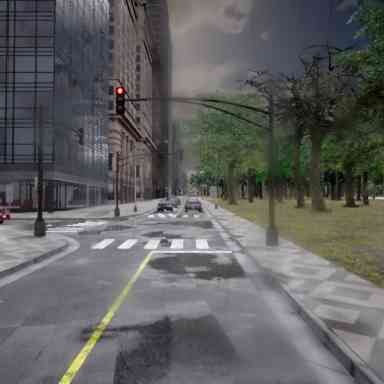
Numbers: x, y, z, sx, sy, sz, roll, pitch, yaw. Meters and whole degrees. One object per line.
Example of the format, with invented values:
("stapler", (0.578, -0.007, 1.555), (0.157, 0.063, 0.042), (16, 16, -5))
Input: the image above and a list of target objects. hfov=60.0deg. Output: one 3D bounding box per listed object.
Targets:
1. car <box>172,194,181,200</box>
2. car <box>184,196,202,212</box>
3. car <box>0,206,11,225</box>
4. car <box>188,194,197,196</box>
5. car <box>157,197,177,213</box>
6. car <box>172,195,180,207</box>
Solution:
("car", (-3.094, 1.667, 59.917), (1.837, 1.490, 4.892), (0, 0, 0))
("car", (0.110, 1.573, 40.061), (2.128, 1.511, 4.902), (0, 0, 0))
("car", (-14.821, 1.218, 21.495), (5.566, 2.045, 2.150), (0, -2, 0))
("car", (0.081, 1.411, 66.041), (2.150, 2.045, 5.566), (0, 0, -1))
("car", (-3.141, 1.627, 39.373), (2.033, 1.411, 5.357), (0, 0, -4))
("car", (-3.113, 1.624, 49.506), (1.837, 1.490, 4.892), (0, 0, 0))
